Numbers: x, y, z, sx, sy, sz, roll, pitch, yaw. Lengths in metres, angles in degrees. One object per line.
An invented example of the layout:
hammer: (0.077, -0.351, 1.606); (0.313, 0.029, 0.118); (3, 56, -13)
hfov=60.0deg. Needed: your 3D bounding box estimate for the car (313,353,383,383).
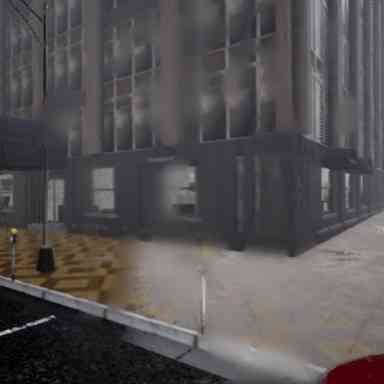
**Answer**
car: (2.828, 1.512, 1.266); (4.674, 1.442, 1.812); (-1, 0, 35)
